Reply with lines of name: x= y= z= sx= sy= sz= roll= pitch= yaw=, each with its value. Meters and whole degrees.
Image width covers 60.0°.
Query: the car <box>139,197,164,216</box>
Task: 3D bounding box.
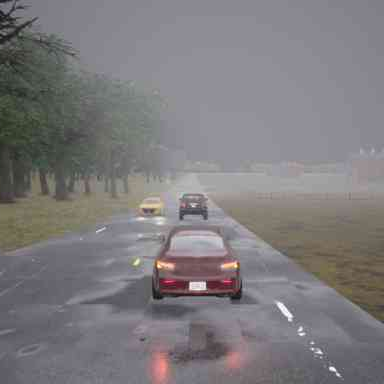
car: x=-3.590 y=1.291 z=30.155 sx=1.882 sy=1.535 sz=5.008 roll=0 pitch=1 yaw=0

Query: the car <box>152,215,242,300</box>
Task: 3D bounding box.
car: x=0.102 y=1.519 z=8.258 sx=1.812 sy=1.442 sz=4.674 roll=0 pitch=0 yaw=0

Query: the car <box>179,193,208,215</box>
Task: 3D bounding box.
car: x=0.108 y=1.083 z=26.924 sx=2.150 sy=2.045 sz=5.566 roll=0 pitch=1 yaw=0
